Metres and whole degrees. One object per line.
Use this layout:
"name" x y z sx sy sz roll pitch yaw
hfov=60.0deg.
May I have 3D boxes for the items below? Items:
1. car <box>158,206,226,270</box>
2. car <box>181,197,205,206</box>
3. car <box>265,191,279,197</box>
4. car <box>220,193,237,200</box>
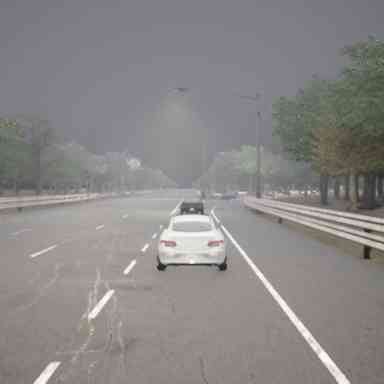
"car" 0.002 1.391 10.344 1.812 1.442 4.674 0 1 0
"car" 0.079 1.136 27.620 1.882 1.535 5.008 0 0 2
"car" 19.475 0.442 80.576 1.812 1.442 4.674 1 1 41
"car" 6.648 0.829 59.310 1.895 1.301 4.718 0 1 23
